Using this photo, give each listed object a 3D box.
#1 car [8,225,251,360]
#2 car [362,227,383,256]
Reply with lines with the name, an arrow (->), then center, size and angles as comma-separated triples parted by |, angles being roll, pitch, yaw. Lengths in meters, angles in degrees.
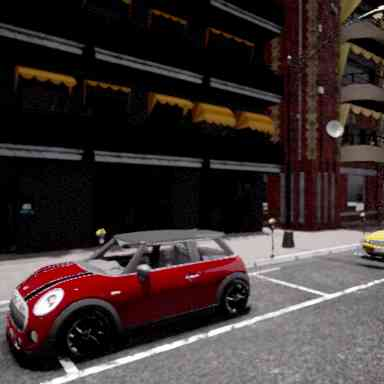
car -> -0.934, 1.452, 5.893 | 4.097, 1.590, 1.967 | 0, 0, -36
car -> 8.148, 1.595, 12.372 | 4.829, 1.417, 1.752 | 0, 0, -36
